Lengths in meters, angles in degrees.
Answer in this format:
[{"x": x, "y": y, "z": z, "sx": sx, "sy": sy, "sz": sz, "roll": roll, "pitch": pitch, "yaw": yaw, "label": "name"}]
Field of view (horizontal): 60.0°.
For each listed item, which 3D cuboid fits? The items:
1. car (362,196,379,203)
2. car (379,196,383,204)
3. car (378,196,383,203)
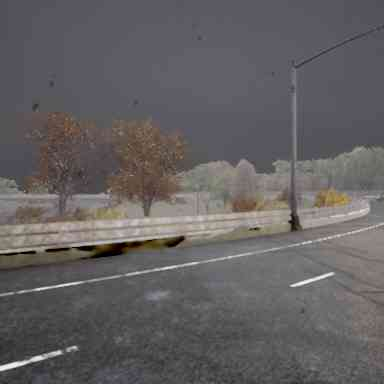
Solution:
[{"x": 38.487, "y": 1.772, "z": 72.951, "sx": 1.994, "sy": 1.385, "sz": 4.181, "roll": 0, "pitch": 0, "yaw": 8, "label": "car"}, {"x": 41.934, "y": 1.761, "z": 72.343, "sx": 2.033, "sy": 1.411, "sz": 5.357, "roll": 0, "pitch": 0, "yaw": 8, "label": "car"}, {"x": 47.718, "y": 1.830, "z": 81.880, "sx": 2.128, "sy": 1.511, "sz": 4.902, "roll": 0, "pitch": 0, "yaw": 13, "label": "car"}]
